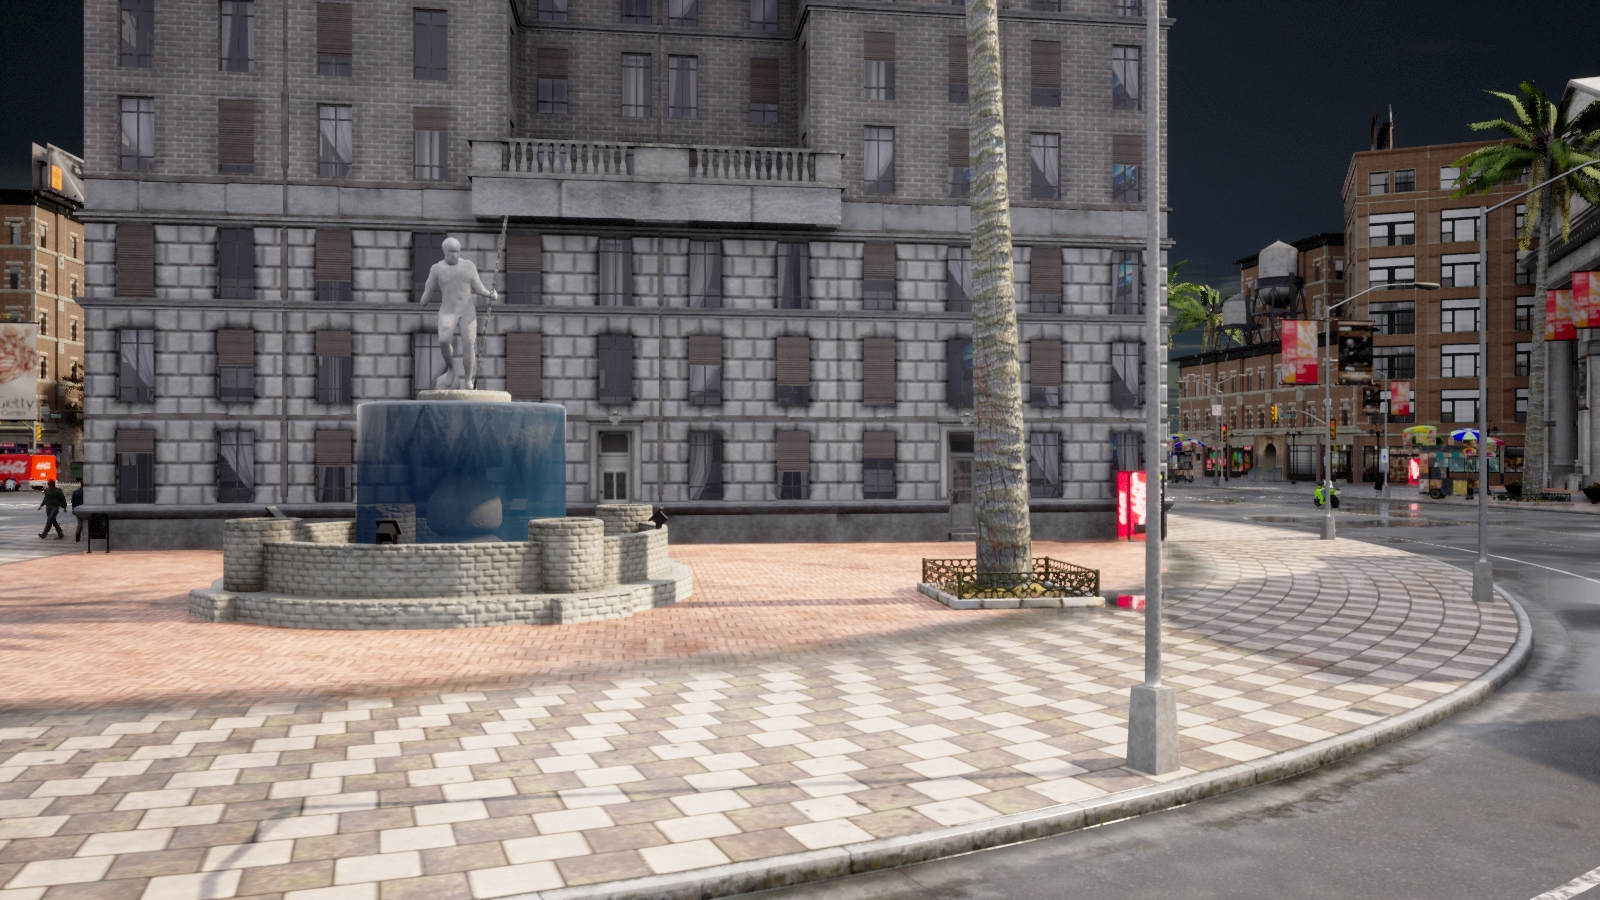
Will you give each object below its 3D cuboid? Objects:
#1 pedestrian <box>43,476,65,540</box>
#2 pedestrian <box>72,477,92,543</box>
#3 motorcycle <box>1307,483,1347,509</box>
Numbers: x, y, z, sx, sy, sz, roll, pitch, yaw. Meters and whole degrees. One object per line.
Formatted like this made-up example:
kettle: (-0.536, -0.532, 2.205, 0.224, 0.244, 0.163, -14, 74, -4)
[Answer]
pedestrian: (-21.839, 1.697, 33.446, 0.375, 1.860, 0.375, 0, 0, 6)
pedestrian: (-20.494, 1.696, 32.610, 0.375, 1.860, 0.375, 0, 0, -7)
motorcycle: (25.547, 2.213, 55.422, 0.803, 1.145, 2.033, 0, 0, -7)
